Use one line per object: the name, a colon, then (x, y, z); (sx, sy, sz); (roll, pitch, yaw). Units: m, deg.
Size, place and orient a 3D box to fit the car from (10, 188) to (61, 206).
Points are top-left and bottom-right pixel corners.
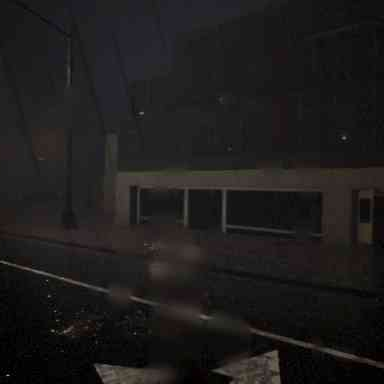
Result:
car: (-18.220, 0.511, 39.026); (2.150, 2.045, 5.566); (2, 1, 36)
